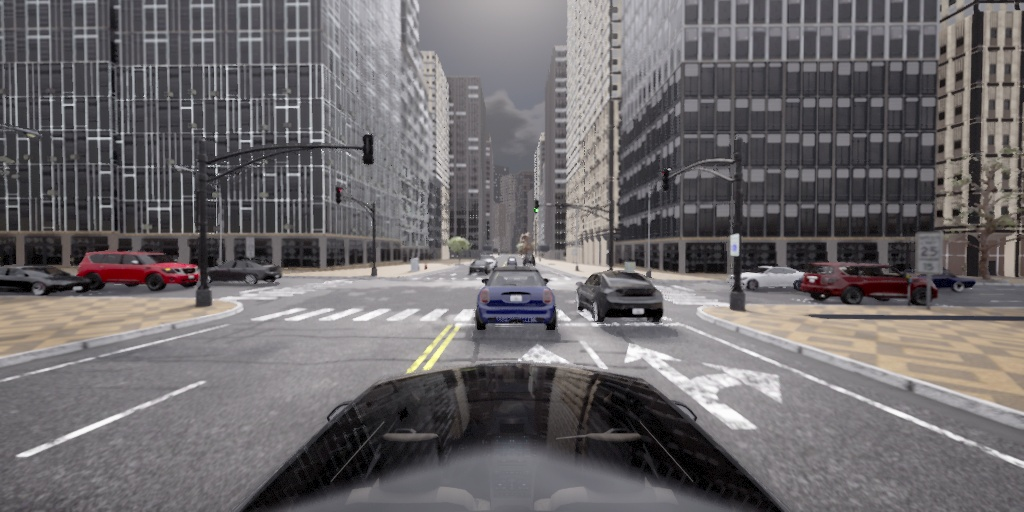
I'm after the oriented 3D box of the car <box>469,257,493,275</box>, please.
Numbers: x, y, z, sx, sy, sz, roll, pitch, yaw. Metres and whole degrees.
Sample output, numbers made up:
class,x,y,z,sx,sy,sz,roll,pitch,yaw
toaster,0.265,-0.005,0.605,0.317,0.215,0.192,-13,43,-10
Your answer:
class,x,y,z,sx,sy,sz,roll,pitch,yaw
car,-3.345,1.112,37.390,1.882,1.535,5.008,0,0,0

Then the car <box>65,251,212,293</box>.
class,x,y,z,sx,sy,sz,roll,pitch,yaw
car,-20.282,0.771,19.665,5.566,2.045,2.150,0,1,1

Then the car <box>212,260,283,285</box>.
class,x,y,z,sx,sy,sz,roll,pitch,yaw
car,-17.253,1.022,22.763,4.892,1.490,1.837,1,1,2

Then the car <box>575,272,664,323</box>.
class,x,y,z,sx,sy,sz,roll,pitch,yaw
car,3.344,1.257,11.920,1.837,1.490,4.892,0,-1,0

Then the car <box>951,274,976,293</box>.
class,x,y,z,sx,sy,sz,roll,pitch,yaw
car,25.104,1.497,22.115,4.718,1.301,1.895,1,1,1

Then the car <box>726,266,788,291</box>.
class,x,y,z,sx,sy,sz,roll,pitch,yaw
car,15.892,1.340,22.267,4.674,1.442,1.812,0,1,-1

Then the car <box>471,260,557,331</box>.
class,x,y,z,sx,sy,sz,roll,pitch,yaw
car,0.105,1.097,11.054,2.097,1.767,4.553,0,-1,0

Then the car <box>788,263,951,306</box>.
class,x,y,z,sx,sy,sz,roll,pitch,yaw
car,16.193,1.240,16.489,5.009,1.841,2.192,0,0,1

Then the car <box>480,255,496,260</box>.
class,x,y,z,sx,sy,sz,roll,pitch,yaw
car,-3.331,0.820,47.338,2.150,2.045,5.566,0,0,0

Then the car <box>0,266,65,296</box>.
class,x,y,z,sx,sy,sz,roll,pitch,yaw
car,-22.732,1.143,17.014,4.313,1.339,1.948,0,0,1
